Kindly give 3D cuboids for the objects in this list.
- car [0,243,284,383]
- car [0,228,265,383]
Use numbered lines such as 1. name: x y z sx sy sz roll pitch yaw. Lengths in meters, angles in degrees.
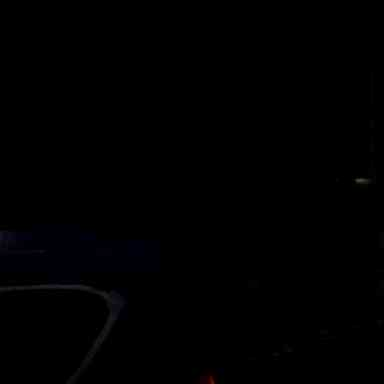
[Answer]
1. car: -0.768 1.689 5.169 4.206 1.307 1.802 1 -1 -30
2. car: -2.464 1.249 1.167 5.566 2.045 2.150 1 -1 -30
